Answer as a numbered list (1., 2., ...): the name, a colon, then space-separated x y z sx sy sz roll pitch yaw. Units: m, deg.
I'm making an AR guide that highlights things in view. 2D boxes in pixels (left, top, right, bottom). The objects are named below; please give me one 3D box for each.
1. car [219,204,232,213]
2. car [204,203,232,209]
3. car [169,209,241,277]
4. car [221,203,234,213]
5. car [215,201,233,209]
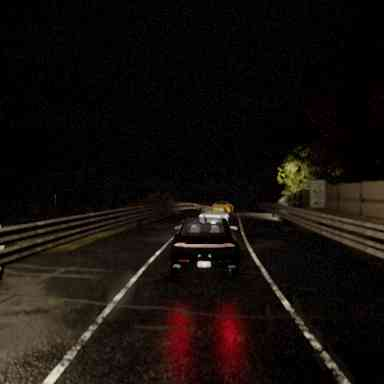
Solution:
1. car: 5.058 2.429 49.511 1.895 1.301 4.718 0 -3 7
2. car: 1.637 1.650 22.981 1.895 1.301 4.718 0 0 7
3. car: 0.425 1.513 10.378 2.128 1.511 4.902 0 0 3
4. car: 6.301 2.889 58.772 1.882 1.535 5.008 0 -4 9
5. car: 3.248 1.749 36.131 1.882 1.535 5.008 0 -2 7
